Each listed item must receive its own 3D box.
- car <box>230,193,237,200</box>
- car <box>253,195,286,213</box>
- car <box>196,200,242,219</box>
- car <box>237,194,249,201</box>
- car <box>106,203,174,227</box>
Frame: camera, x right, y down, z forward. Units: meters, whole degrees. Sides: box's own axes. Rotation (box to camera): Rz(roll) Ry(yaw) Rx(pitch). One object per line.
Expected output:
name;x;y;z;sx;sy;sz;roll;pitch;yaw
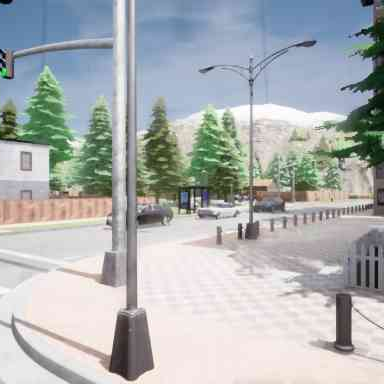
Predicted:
car;10.737;1.146;79.124;1.905;1.878;3.866;0;0;36
car;8.594;1.337;36.734;2.097;1.767;4.553;0;0;38
car;2.399;1.586;28.628;1.895;1.301;4.718;0;0;37
car;13.001;1.144;77.963;1.932;1.855;4.605;0;0;36
car;-3.223;1.476;21.240;2.128;1.511;4.902;0;0;37
